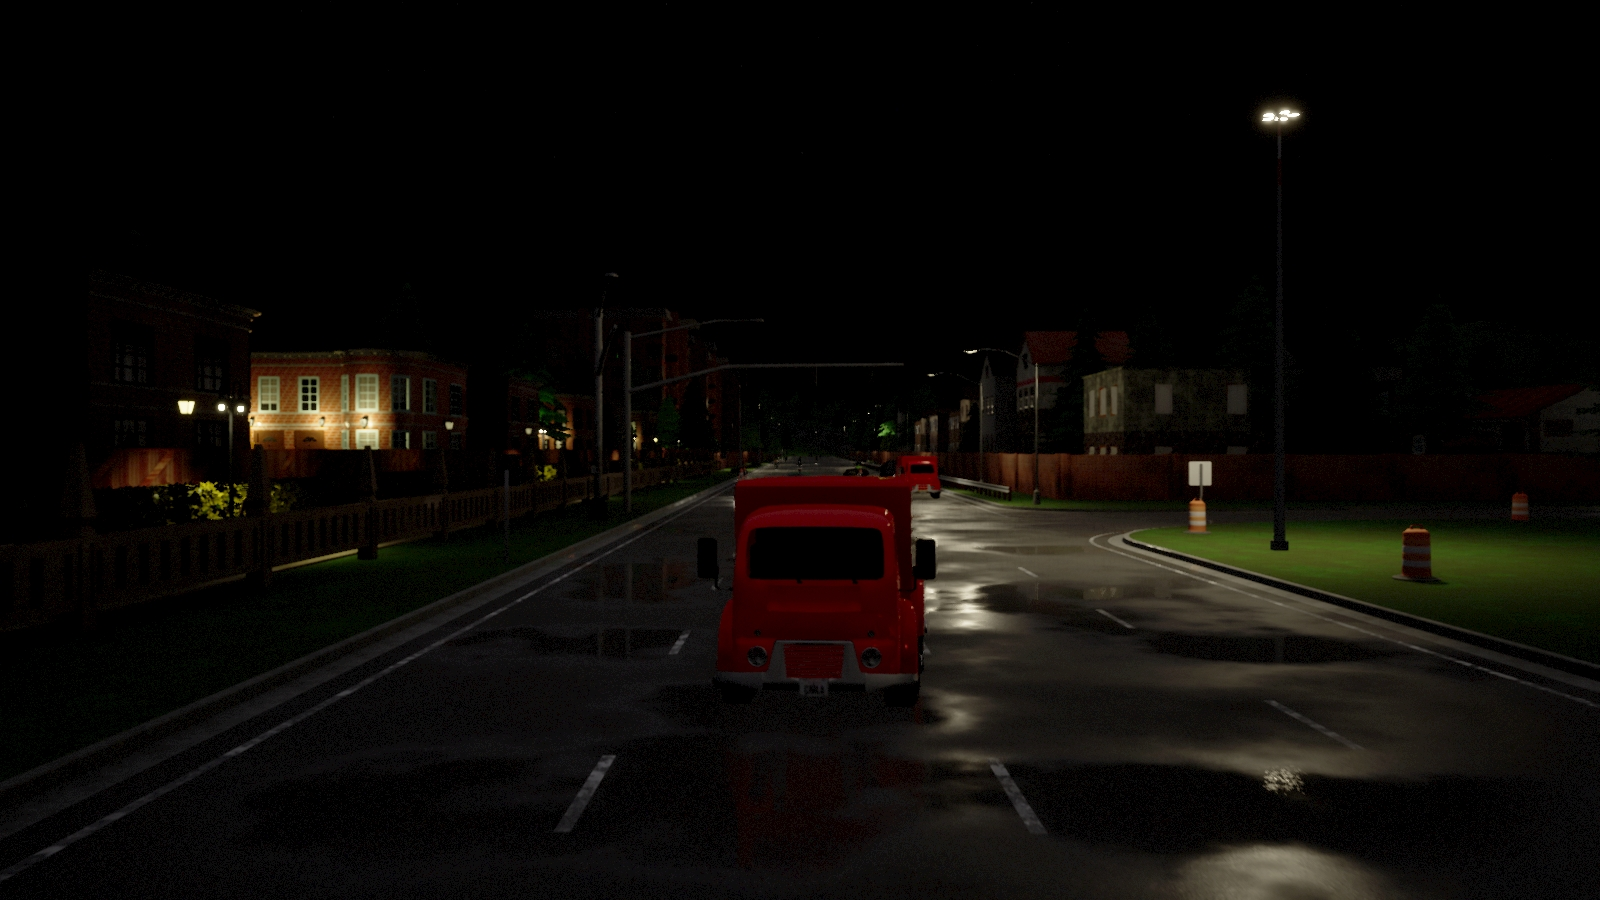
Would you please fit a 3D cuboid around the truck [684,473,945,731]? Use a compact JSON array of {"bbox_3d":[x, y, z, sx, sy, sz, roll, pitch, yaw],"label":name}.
[{"bbox_3d":[0.308,1.573,14.120,2.627,2.467,5.204,0,0,4],"label":"truck"}]
